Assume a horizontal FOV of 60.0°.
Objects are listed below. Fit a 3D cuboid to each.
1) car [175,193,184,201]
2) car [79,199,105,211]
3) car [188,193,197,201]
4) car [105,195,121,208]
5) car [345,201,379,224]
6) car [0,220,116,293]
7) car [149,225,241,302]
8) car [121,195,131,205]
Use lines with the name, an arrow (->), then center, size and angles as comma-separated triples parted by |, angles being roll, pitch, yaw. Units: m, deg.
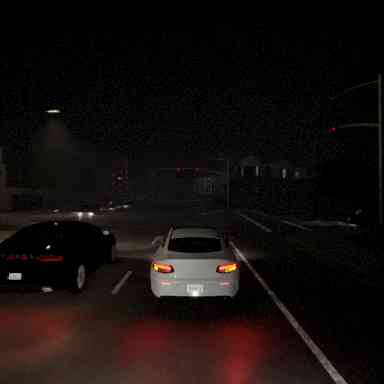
car -> -3.455, 1.417, 88.985 | 2.150, 2.045, 5.566 | 0, 0, 0
car -> -14.080, 1.976, 46.195 | 1.895, 1.301, 4.718 | 0, -1, 0
car -> 0.045, 1.413, 89.285 | 2.150, 2.045, 5.566 | 0, -1, 0
car -> -14.053, 1.781, 56.344 | 2.097, 1.767, 4.553 | 0, 0, 0
car -> 14.262, 1.490, 25.471 | 4.553, 1.767, 2.097 | 0, -1, 0
car -> -3.425, 1.498, 8.945 | 1.882, 1.535, 5.008 | 0, 0, 0
car -> 0.071, 1.540, 8.158 | 1.812, 1.442, 4.674 | 0, 0, 0
car -> -13.965, 1.565, 68.180 | 2.150, 2.045, 5.566 | 0, 1, 0
